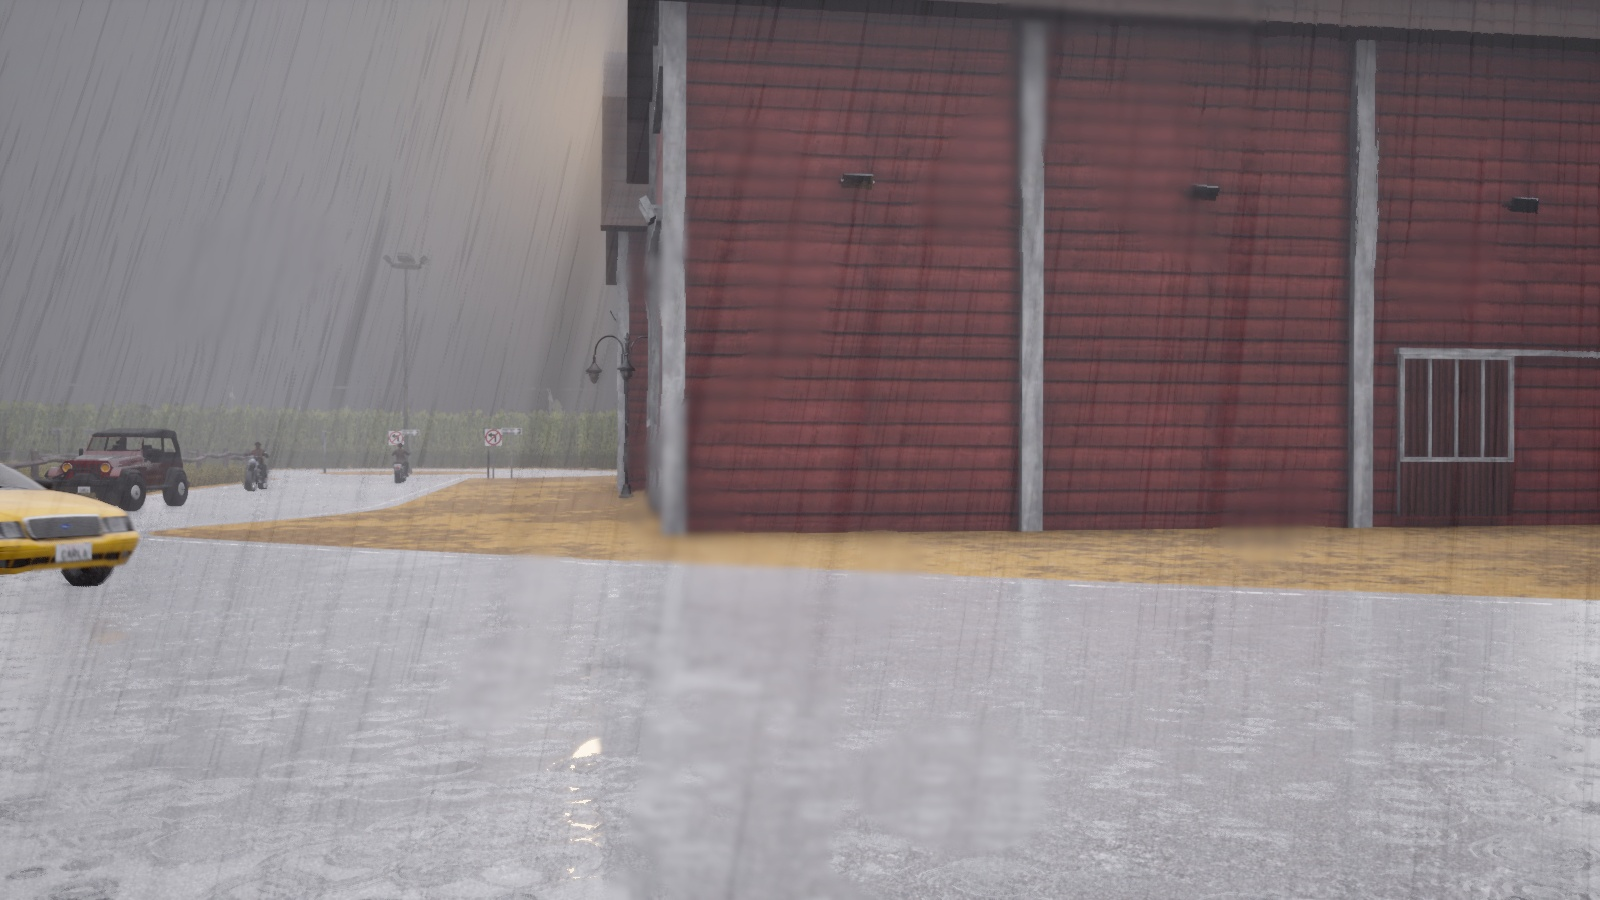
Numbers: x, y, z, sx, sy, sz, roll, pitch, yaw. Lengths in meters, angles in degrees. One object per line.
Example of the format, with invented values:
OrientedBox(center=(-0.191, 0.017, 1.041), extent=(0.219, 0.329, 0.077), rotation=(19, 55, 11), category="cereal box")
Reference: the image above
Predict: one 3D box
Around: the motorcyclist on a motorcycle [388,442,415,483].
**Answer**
OrientedBox(center=(-16.063, 0.493, 50.608), extent=(0.766, 1.649, 2.350), rotation=(0, 0, -11), category="motorcyclist on a motorcycle")

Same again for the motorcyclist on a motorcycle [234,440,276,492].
OrientedBox(center=(-17.754, 0.507, 40.963), extent=(0.766, 1.649, 2.350), rotation=(0, 0, -11), category="motorcyclist on a motorcycle")

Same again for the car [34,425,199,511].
OrientedBox(center=(-15.842, 0.391, 29.340), extent=(1.905, 1.878, 3.866), rotation=(0, 0, -3), category="car")

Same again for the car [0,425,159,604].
OrientedBox(center=(-9.084, 0.562, 12.864), extent=(5.366, 1.575, 1.801), rotation=(0, 0, 29), category="car")
